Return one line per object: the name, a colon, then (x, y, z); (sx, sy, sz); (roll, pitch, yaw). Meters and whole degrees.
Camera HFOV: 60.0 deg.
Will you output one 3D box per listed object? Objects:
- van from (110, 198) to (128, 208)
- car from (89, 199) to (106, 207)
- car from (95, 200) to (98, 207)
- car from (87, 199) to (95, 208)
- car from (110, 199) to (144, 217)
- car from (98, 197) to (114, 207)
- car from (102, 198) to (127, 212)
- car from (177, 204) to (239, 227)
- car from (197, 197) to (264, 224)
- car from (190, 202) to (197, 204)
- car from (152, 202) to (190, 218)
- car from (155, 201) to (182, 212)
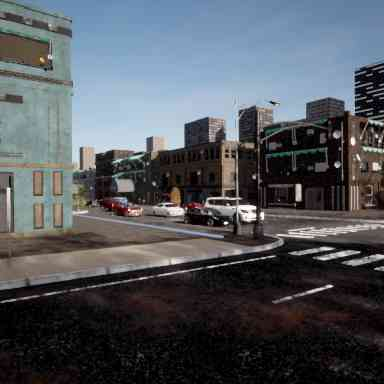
van: (-12.951, 1.907, 59.143); (1.690, 1.788, 3.998); (-1, 0, -36)
car: (-19.384, 2.228, 68.149); (1.887, 1.381, 4.507); (-1, 0, -36)
car: (-16.171, 1.940, 63.646); (2.192, 1.841, 5.009); (-1, 0, -36)
car: (-19.196, 2.159, 63.450); (2.128, 1.511, 4.902); (-1, 0, -36)
car: (-6.889, 1.846, 36.257); (1.967, 1.590, 4.097); (-1, 0, -36)
car: (-13.421, 2.066, 55.370); (1.837, 1.490, 4.892); (-1, 0, -36)
car: (-10.117, 1.960, 45.279); (1.882, 1.535, 5.008); (-1, 0, -35)
car: (1.085, 1.814, 24.898); (1.947, 1.339, 4.313); (-2, 0, -36)
car: (3.165, 1.445, 26.662); (2.150, 2.045, 5.566); (-1, 0, -35)
car: (-0.070, 1.904, 41.133); (1.802, 1.307, 4.206); (-2, 0, -36)
car: (-2.537, 1.862, 34.647); (1.812, 1.442, 4.674); (-1, 0, -35)
car: (-3.288, 1.966, 45.635); (1.802, 1.307, 4.206); (-2, 0, -36)
